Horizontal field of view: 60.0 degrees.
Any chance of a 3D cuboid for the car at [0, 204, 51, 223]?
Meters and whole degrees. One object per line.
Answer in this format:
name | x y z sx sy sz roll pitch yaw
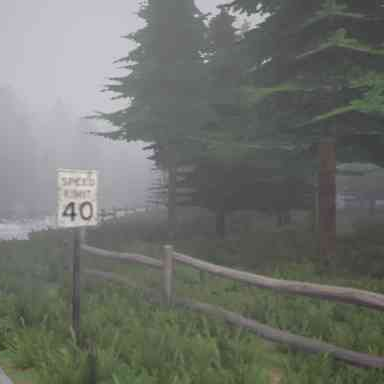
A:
car | -13.321 1.659 26.558 2.033 1.411 5.357 0 0 4
